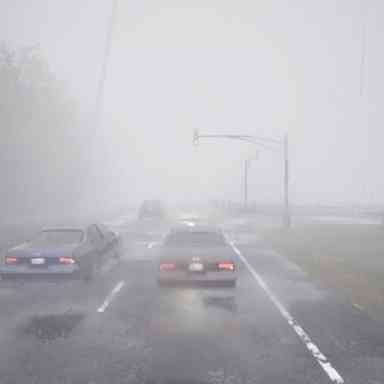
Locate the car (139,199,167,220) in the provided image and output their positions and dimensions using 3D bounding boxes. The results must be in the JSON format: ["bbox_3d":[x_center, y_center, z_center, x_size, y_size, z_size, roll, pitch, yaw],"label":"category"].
[{"bbox_3d":[-3.410,1.436,29.582,2.097,1.767,4.553,0,0,0],"label":"car"}]

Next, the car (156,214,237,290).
[{"bbox_3d":[0.100,1.575,9.265,2.033,1.411,5.357,0,0,0],"label":"car"}]

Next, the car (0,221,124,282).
[{"bbox_3d":[-3.402,1.576,9.840,2.033,1.411,5.357,0,0,0],"label":"car"}]

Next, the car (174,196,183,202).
[{"bbox_3d":[-3.530,1.725,85.061,1.837,1.490,4.892,0,0,0],"label":"car"}]

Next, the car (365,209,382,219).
[{"bbox_3d":[19.477,1.901,31.577,5.357,1.411,2.033,1,-1,0],"label":"car"}]
